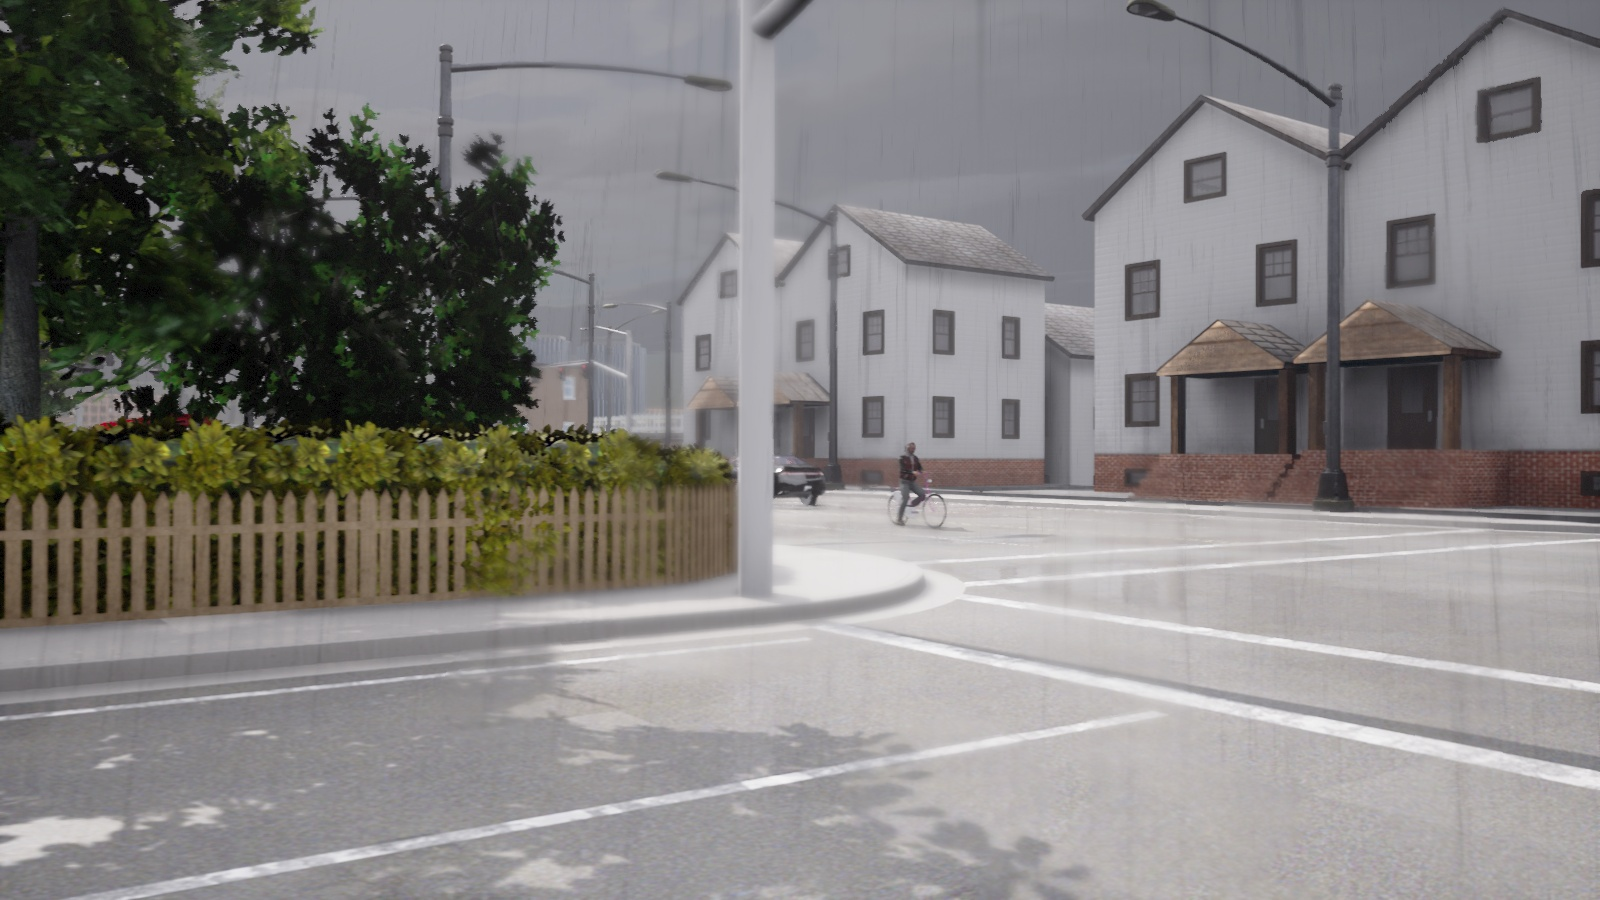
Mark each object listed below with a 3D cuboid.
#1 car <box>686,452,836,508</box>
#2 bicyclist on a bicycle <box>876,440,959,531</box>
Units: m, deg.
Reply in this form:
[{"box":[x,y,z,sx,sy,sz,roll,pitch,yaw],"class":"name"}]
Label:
[{"box":[-1.238,0.834,37.070,2.128,1.511,4.902,0,0,-35],"class":"car"},{"box":[2.379,0.705,25.669,0.659,1.776,1.843,0,0,-35],"class":"bicyclist on a bicycle"}]
